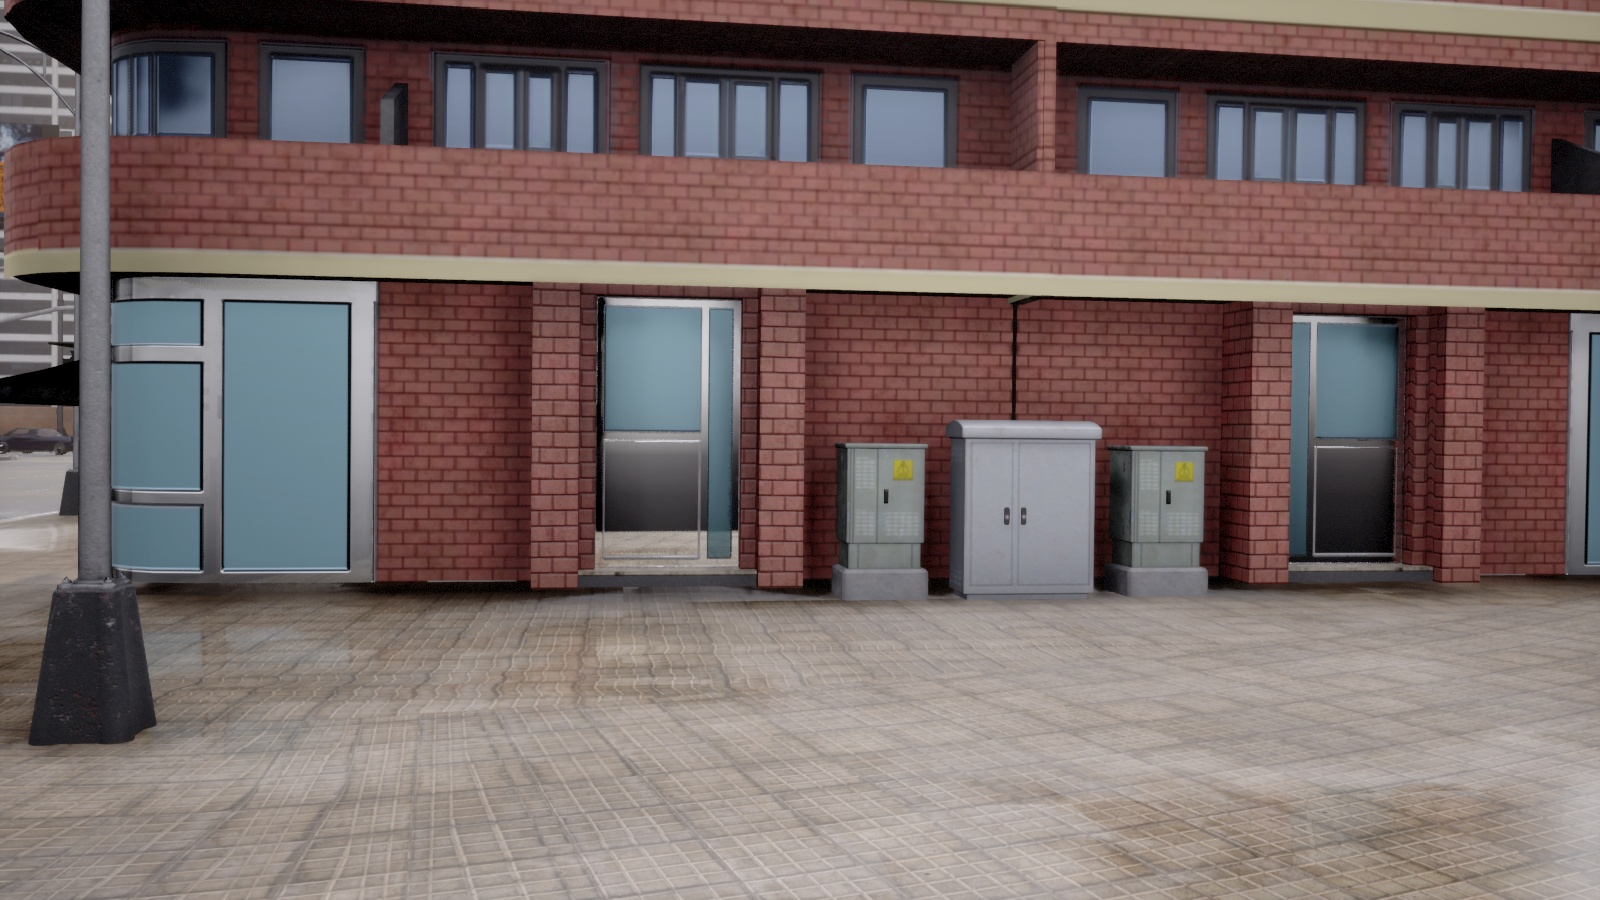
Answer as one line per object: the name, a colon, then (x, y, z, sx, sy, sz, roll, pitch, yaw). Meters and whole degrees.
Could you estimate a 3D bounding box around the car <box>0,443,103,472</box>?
car: (-35.979, 0.371, 59.701, 4.718, 1.301, 1.895, -1, 1, 7)
